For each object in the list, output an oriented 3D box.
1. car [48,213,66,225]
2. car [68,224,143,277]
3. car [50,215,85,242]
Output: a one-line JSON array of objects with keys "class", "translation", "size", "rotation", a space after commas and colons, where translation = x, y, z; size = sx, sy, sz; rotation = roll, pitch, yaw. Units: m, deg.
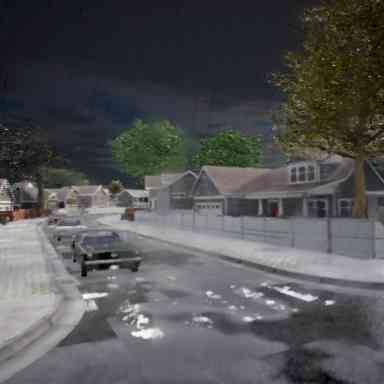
[{"class": "car", "translation": [-15.751, 3.124, 39.161], "size": [1.994, 1.385, 4.181], "rotation": [0, -2, -20]}, {"class": "car", "translation": [-3.263, 2.070, 12.176], "size": [1.895, 1.301, 4.718], "rotation": [1, -2, -24]}, {"class": "car", "translation": [-8.153, 2.480, 22.263], "size": [1.895, 1.301, 4.718], "rotation": [1, -2, -26]}]
